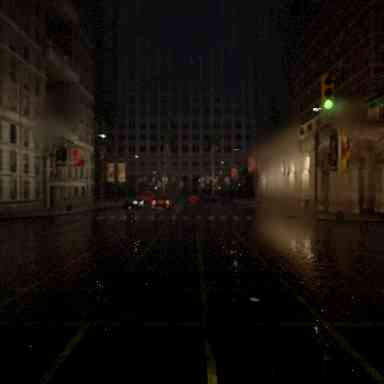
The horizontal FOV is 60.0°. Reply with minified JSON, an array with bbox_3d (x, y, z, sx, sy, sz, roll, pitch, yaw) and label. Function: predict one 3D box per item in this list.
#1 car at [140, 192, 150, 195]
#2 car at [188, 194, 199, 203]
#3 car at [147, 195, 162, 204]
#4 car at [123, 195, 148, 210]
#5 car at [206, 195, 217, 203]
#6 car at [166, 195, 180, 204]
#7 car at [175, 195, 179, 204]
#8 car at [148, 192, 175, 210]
[{"bbox_3d":[-6.930,1.024,50.254,2.150,2.045,5.566,0,0,1],"label":"car"},{"bbox_3d":[0.262,1.103,63.397,2.097,1.767,4.553,0,0,1],"label":"car"},{"bbox_3d":[-6.771,1.309,60.683,2.033,1.411,5.357,0,0,1],"label":"car"},{"bbox_3d":[-7.040,1.388,40.380,2.033,1.411,5.357,0,0,0],"label":"car"},{"bbox_3d":[3.762,1.299,63.388,2.033,1.411,5.357,0,0,1],"label":"car"},{"bbox_3d":[-3.290,1.260,59.015,2.128,1.511,4.902,0,0,1],"label":"car"},{"bbox_3d":[-3.460,1.355,48.916,2.033,1.411,5.357,0,0,1],"label":"car"},{"bbox_3d":[-3.535,1.197,39.443,2.097,1.767,4.553,0,0,0],"label":"car"}]
